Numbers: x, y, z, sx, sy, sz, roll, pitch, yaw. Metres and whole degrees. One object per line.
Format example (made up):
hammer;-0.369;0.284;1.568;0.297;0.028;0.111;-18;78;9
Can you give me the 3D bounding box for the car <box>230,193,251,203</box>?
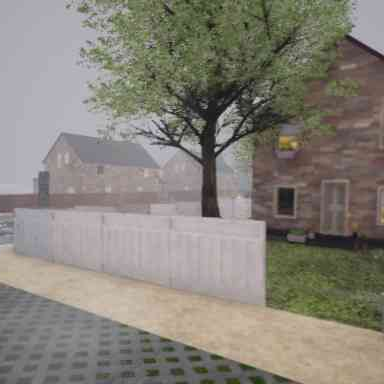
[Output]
car;7.208;0.802;45.746;2.033;1.411;5.357;2;2;36
